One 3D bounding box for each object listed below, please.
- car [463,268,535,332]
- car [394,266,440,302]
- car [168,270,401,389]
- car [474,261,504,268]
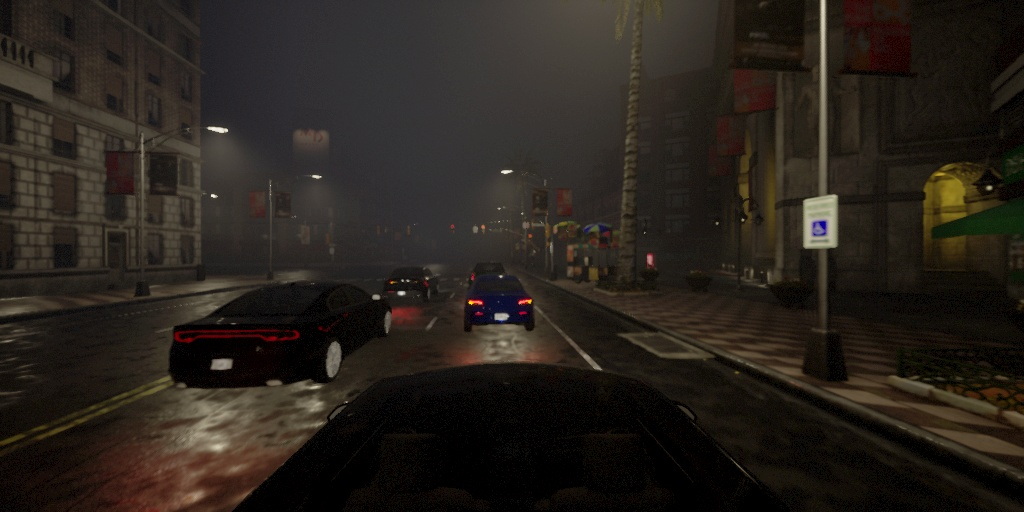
[{"bbox_3d":[-0.457,1.243,10.658,1.812,1.442,4.674,0,0,-5],"label":"car"},{"bbox_3d":[-4.513,1.208,16.485,1.837,1.490,4.892,0,0,-4],"label":"car"},{"bbox_3d":[-3.823,1.215,7.012,1.882,1.535,5.008,0,0,-4],"label":"car"},{"bbox_3d":[-1.270,1.037,19.545,2.097,1.767,4.553,0,0,-5],"label":"car"}]
